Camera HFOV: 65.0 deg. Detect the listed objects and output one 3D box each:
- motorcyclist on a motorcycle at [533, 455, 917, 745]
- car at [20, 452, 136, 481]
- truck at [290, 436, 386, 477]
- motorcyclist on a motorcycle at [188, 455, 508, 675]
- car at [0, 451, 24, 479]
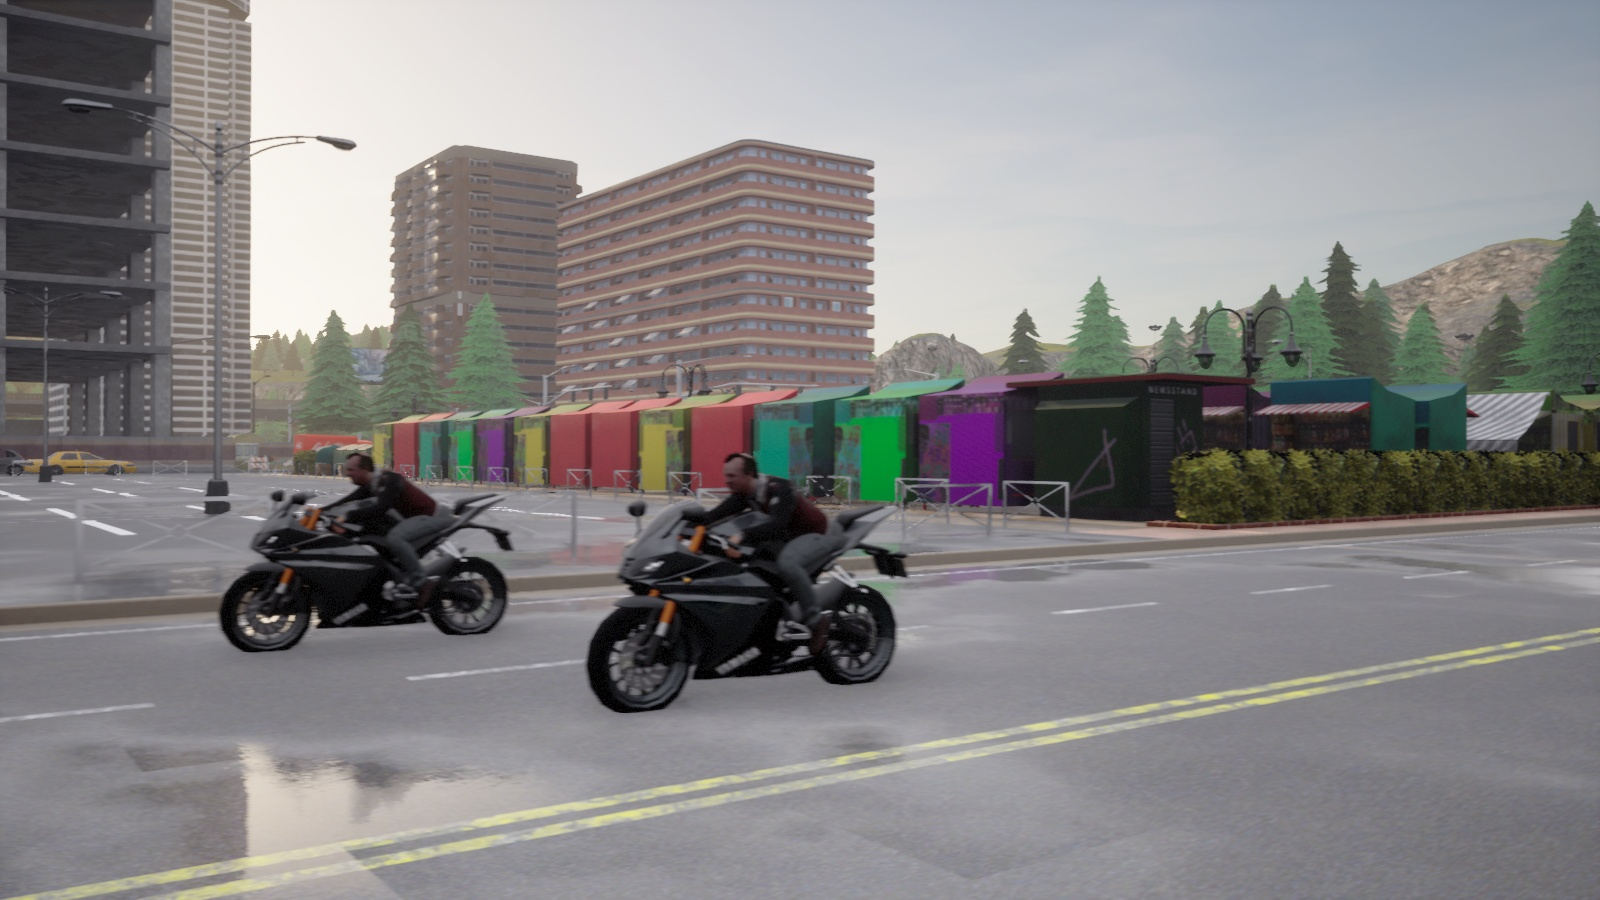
[{"bbox_3d":[-0.414,0.799,7.629,2.191,1.530,0.866,0,0,-35],"label":"motorcyclist on a motorcycle"},{"bbox_3d":[-39.640,0.881,68.987,5.366,1.575,1.801,0,0,-37],"label":"car"},{"bbox_3d":[-29.702,0.433,80.775,5.204,2.467,2.627,3,-2,-37],"label":"truck"},{"bbox_3d":[-3.481,0.811,9.758,2.191,1.530,0.866,0,0,-35],"label":"motorcyclist on a motorcycle"},{"bbox_3d":[-47.038,0.864,72.203,3.988,1.617,1.851,0,0,-37],"label":"car"}]
